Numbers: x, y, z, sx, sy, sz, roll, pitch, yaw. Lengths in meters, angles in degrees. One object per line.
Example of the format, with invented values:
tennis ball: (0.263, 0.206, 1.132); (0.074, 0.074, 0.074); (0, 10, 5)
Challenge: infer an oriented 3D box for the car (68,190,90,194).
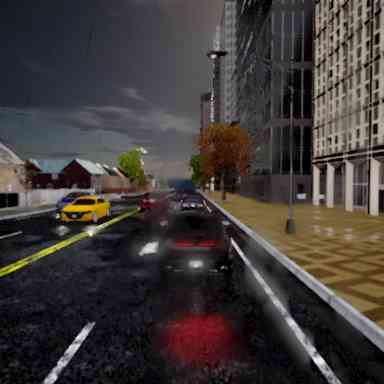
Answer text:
car: (-9.826, 0.765, 28.391); (2.097, 1.767, 4.553); (0, 1, 0)

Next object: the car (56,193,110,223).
car: (-6.609, 1.036, 21.171); (1.882, 1.535, 5.008); (0, 1, 0)

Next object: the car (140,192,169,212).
car: (-3.187, 0.750, 29.135); (2.097, 1.767, 4.553); (0, 1, 0)

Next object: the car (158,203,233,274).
car: (0.087, 1.295, 9.787); (1.837, 1.490, 4.892); (0, 1, 0)

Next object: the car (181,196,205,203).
car: (0.065, 0.996, 26.667); (2.033, 1.411, 5.357); (0, 1, 0)
